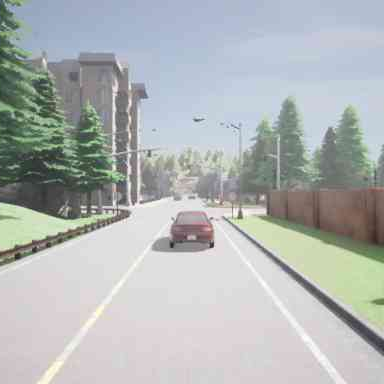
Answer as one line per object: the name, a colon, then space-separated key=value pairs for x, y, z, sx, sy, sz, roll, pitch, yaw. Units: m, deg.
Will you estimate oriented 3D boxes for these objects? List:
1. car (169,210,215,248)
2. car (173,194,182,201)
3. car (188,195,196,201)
car: x=0.000 y=1.531 z=14.650 sx=1.812 sy=1.442 sz=4.674 roll=0 pitch=0 yaw=0
car: x=-3.500 y=1.348 z=82.835 sx=2.097 sy=1.767 sz=4.553 roll=0 pitch=0 yaw=0
car: x=0.000 y=1.353 z=81.628 sx=2.033 sy=1.411 sz=5.357 roll=0 pitch=0 yaw=0
